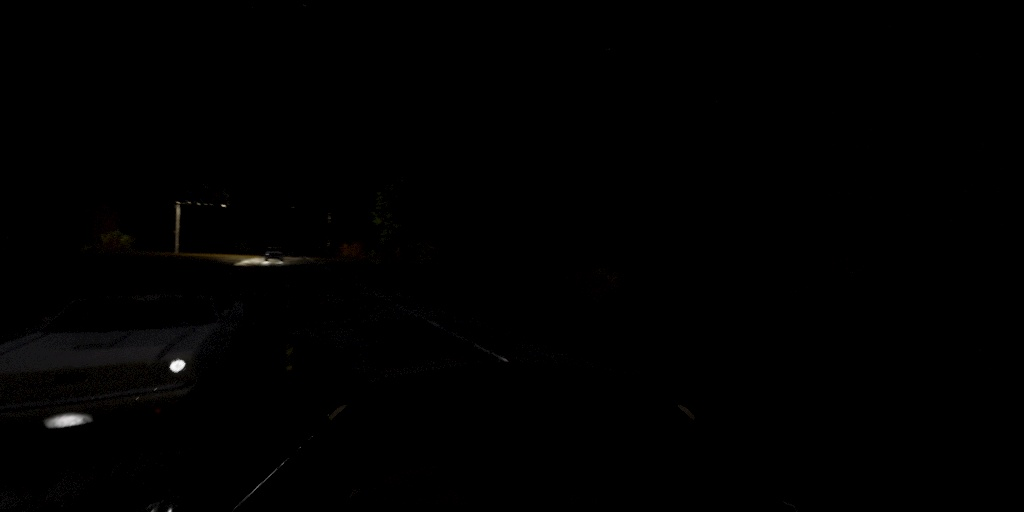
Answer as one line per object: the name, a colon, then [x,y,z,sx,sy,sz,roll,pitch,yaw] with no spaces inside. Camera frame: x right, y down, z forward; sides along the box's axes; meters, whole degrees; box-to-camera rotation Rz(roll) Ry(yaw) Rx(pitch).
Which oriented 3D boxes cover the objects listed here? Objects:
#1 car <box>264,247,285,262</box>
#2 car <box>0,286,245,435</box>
car: [-34.566,-0.264,52.230,2.150,2.045,5.566,2,0,-32]
car: [-5.217,1.156,5.158,1.895,1.301,4.718,2,0,-32]
